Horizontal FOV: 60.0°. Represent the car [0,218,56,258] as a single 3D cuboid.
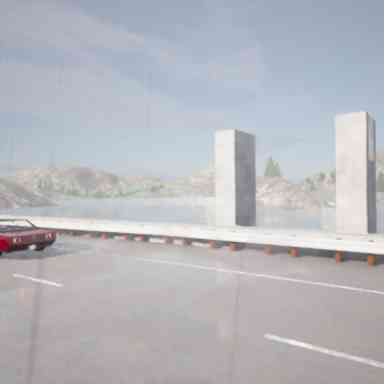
[{"bbox_3d":[-7.555,1.688,12.970,4.718,1.301,1.895,-1,0,32],"label":"car"}]
